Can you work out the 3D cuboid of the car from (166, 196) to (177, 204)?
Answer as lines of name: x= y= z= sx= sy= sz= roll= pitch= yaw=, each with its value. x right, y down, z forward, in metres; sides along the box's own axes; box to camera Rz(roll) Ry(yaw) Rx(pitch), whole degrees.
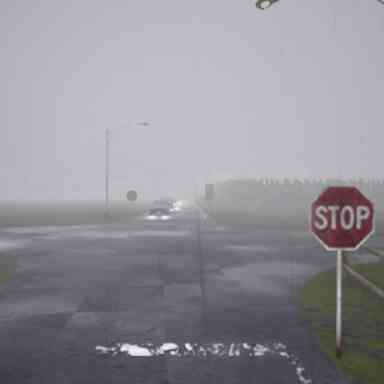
car: x=-3.860 y=1.465 z=63.207 sx=2.033 sy=1.411 sz=5.357 roll=0 pitch=0 yaw=-1

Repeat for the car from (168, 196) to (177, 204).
car: x=-3.407 y=1.496 z=44.772 sx=2.033 sy=1.411 sz=5.357 roll=0 pitch=0 yaw=-1

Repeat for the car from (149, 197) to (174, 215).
car: x=-3.186 y=1.513 z=33.742 sx=2.033 sy=1.411 sz=5.357 roll=0 pitch=0 yaw=-1
